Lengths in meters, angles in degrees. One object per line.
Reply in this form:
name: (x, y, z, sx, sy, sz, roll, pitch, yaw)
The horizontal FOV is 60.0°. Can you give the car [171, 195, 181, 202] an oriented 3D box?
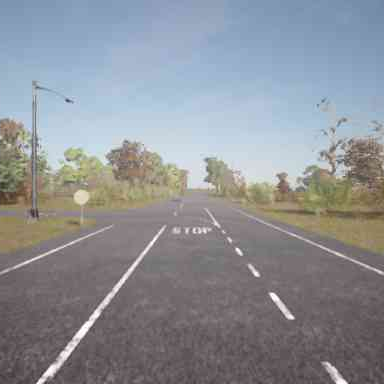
car: (-3.411, 1.410, 72.067, 2.033, 1.411, 5.357, 0, 0, 0)
